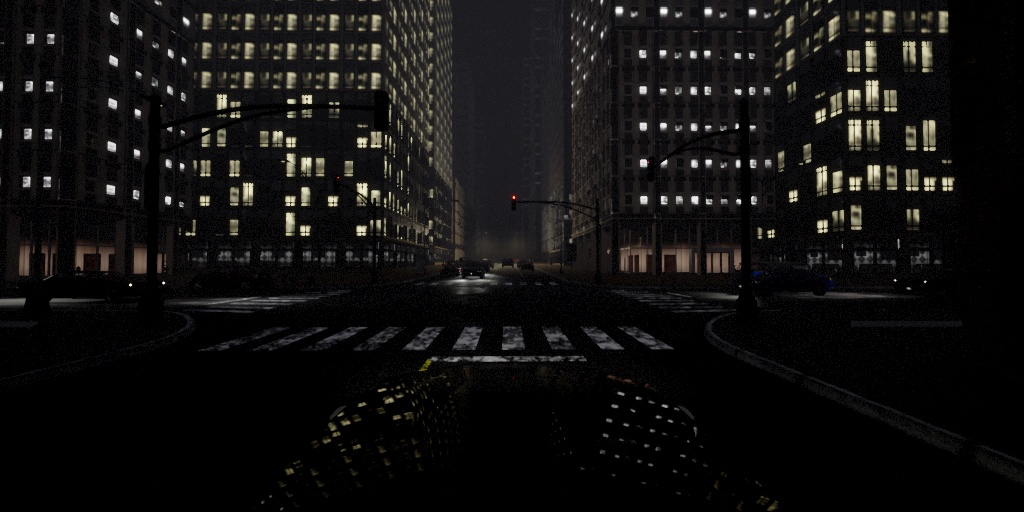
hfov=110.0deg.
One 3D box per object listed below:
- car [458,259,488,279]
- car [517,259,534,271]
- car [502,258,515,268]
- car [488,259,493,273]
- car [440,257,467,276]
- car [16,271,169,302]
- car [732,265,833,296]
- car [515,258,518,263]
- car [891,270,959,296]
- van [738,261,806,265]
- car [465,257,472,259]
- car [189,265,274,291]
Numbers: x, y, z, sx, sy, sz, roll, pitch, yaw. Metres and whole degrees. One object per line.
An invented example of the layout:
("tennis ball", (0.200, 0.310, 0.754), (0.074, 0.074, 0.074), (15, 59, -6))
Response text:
("car", (-3.529, 1.266, 33.225), (1.837, 1.490, 4.892), (0, 0, -1))
("car", (2.055, 1.350, 48.362), (1.802, 1.307, 4.207), (0, 0, -1))
("car", (-0.746, 1.126, 63.985), (2.097, 1.767, 4.553), (0, 0, -1))
("car", (-3.667, 1.367, 43.442), (1.895, 1.301, 4.718), (0, 0, -1))
("car", (-6.172, 1.203, 37.036), (1.967, 1.591, 4.097), (0, 0, -1))
("car", (-18.069, 1.301, 15.661), (4.718, 1.301, 1.895), (0, -1, -1))
("car", (14.518, 1.342, 19.228), (4.674, 1.442, 1.812), (0, -1, -2))
("car", (1.900, 1.298, 59.687), (1.751, 1.417, 4.829), (0, 0, -1))
("car", (23.562, 1.435, 19.334), (4.718, 1.301, 1.895), (0, -1, -1))
("van", (15.710, 1.210, 21.824), (3.998, 1.789, 1.690), (0, 0, -1))
("car", (-6.325, 1.082, 48.186), (2.192, 1.841, 5.009), (0, 0, -1))
("car", (-16.762, 1.255, 21.453), (4.097, 1.591, 1.967), (0, 0, -1))
